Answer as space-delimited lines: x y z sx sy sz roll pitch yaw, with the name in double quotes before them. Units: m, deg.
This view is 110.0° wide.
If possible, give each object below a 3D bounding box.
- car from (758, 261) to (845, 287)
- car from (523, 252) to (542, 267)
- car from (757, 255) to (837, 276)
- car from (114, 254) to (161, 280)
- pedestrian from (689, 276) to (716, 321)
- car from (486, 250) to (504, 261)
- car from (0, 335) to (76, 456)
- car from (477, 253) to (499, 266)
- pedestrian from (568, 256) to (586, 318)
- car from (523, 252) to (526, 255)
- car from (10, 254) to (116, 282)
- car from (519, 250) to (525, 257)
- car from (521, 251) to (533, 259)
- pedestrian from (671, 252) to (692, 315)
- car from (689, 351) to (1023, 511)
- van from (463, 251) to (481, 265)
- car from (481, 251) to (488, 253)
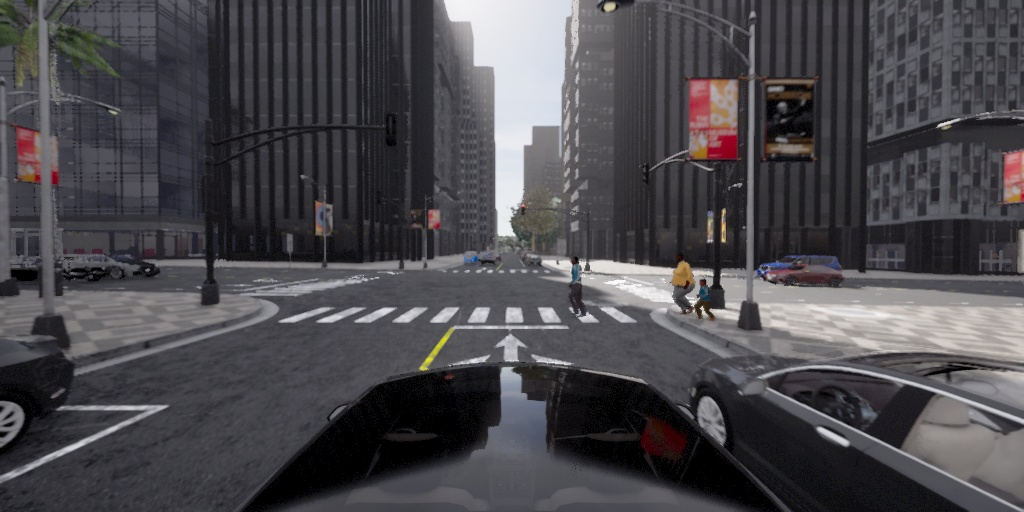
"car" 19.852 1.276 24.370 4.674 1.442 1.812 1 1 0
"car" 2.764 0.563 44.375 2.007 1.370 4.403 0 0 0
"car" 22.083 0.963 27.617 5.566 2.045 2.150 1 1 -1
"car" -23.187 0.598 20.858 4.181 1.385 1.994 1 1 0
"pedestrian" 5.060 1.136 9.350 0.500 1.100 0.500 0 1 0
"car" -2.932 0.032 63.960 2.097 1.767 4.553 0 1 1
"car" -5.763 1.293 2.164 2.007 1.370 4.403 0 0 0
"car" -3.063 0.569 47.060 1.895 1.301 4.718 0 1 1
"pedestrian" 1.906 0.888 10.651 0.375 1.860 0.375 0 1 0
"car" 2.791 0.444 50.057 1.751 1.417 4.829 0 0 0
"car" -22.999 0.689 17.607 4.718 1.301 1.895 1 1 0
"car" 2.841 0.045 60.911 2.192 1.841 5.009 0 0 0
"car" 2.815 0.375 55.399 2.007 1.370 4.403 0 0 0
"pedestrian" 4.800 0.744 10.059 0.375 1.860 0.375 0 1 0
"car" 2.762 1.292 2.198 2.007 1.370 4.403 0 0 0
"van" -5.735 0.260 49.924 1.690 1.789 3.998 0 0 0
"car" -5.684 0.297 60.947 1.948 1.339 4.313 0 0 0
